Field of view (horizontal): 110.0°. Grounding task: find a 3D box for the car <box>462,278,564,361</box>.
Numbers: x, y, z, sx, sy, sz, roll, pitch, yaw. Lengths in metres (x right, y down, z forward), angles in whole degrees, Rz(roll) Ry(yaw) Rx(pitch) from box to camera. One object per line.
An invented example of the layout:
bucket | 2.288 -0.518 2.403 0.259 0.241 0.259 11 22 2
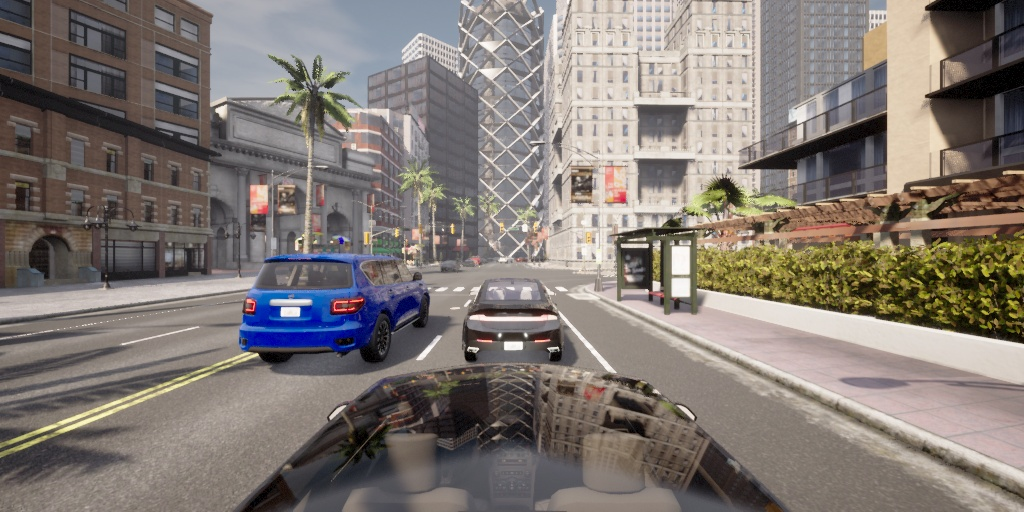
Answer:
car | 0.013 1.242 8.228 2.128 1.511 4.902 0 0 0

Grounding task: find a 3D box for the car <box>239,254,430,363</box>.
car | -3.489 0.971 8.313 2.150 2.045 5.566 0 0 0

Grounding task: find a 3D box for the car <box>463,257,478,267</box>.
car | -7.721 1.314 64.165 1.994 1.385 4.181 0 0 0

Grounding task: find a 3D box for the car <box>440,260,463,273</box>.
car | -7.540 1.255 43.927 1.837 1.490 4.892 0 0 -1
